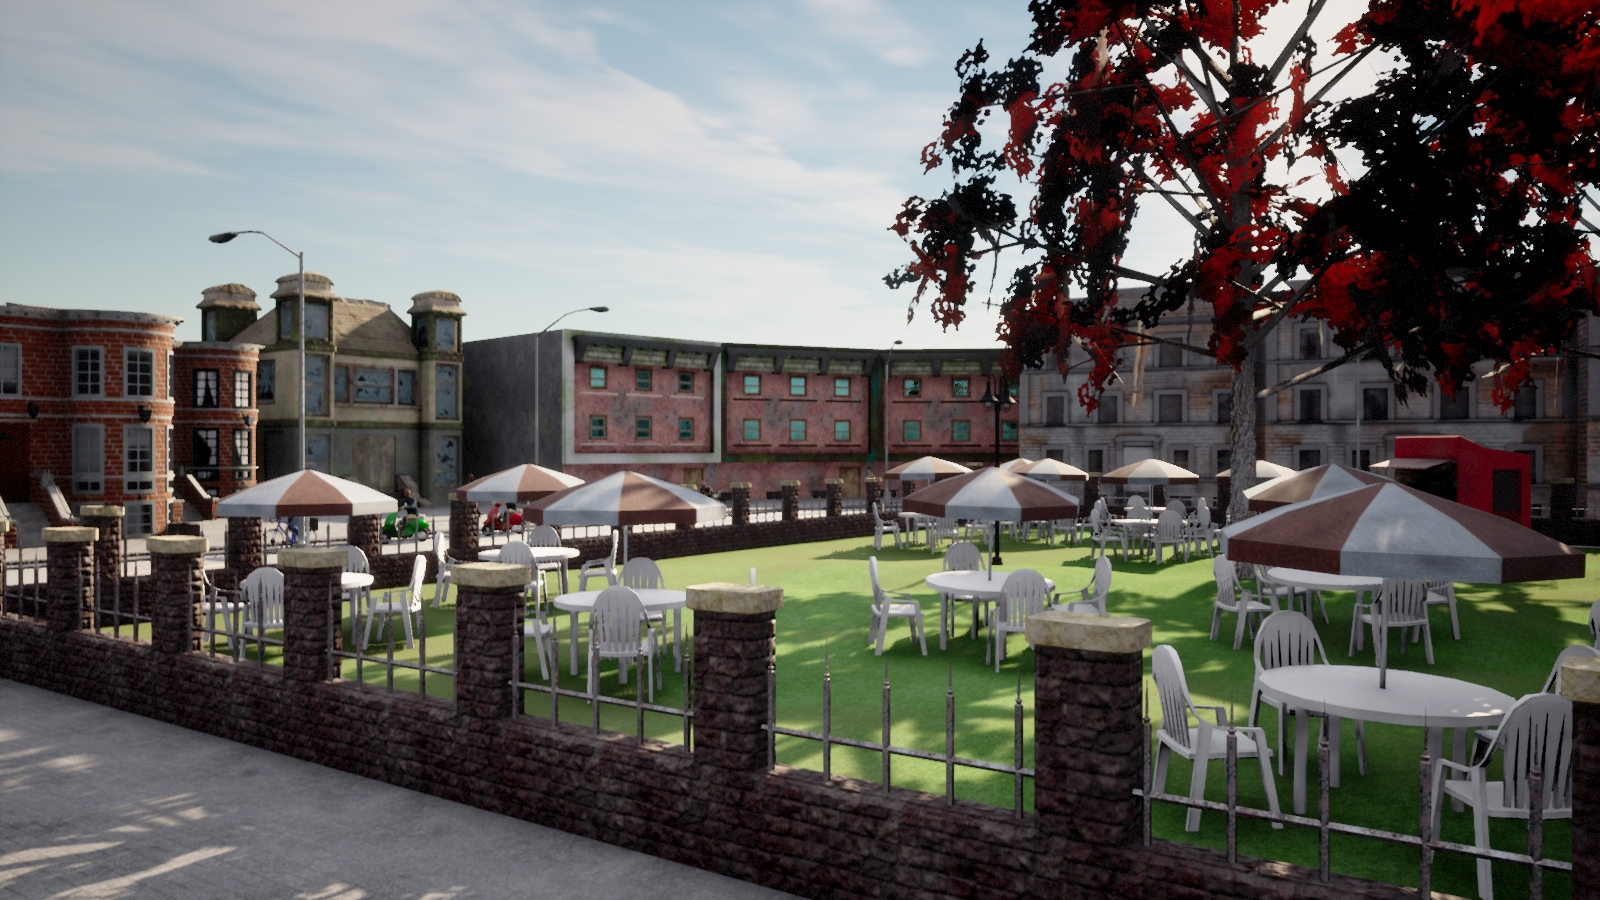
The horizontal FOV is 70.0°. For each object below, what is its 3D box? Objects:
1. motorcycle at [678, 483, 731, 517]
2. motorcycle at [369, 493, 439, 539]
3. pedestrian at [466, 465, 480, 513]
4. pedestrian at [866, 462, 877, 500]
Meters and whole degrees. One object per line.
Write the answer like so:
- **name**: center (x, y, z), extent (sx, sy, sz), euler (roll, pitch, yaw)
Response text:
- **motorcycle**: center (-3.804, 1.964, 45.489), extent (0.867, 1.251, 2.209), euler (0, 0, 36)
- **motorcycle**: center (-11.759, 1.941, 33.968), extent (0.856, 1.236, 1.805), euler (0, 0, 35)
- **pedestrian**: center (-12.643, 1.505, 44.156), extent (0.375, 1.860, 0.375), euler (0, 0, 34)
- **pedestrian**: center (3.479, 1.504, 55.872), extent (0.375, 1.860, 0.375), euler (0, 0, -35)
